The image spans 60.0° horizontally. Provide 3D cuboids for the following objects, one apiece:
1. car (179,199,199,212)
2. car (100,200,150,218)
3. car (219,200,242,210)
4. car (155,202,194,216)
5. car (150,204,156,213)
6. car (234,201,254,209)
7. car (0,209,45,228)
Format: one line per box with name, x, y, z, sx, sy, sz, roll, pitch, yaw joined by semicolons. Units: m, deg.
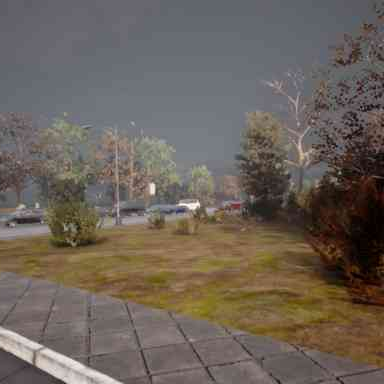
car;-0.899;2.186;51.935;2.150;2.045;5.566;-3;-2;33
car;-8.058;2.097;40.598;2.150;2.045;5.566;-3;-1;32
car;5.781;2.007;49.136;2.097;1.767;4.553;-3;-2;33
car;-2.181;2.345;42.997;1.895;1.301;4.718;-3;-2;32
car;-5.226;2.589;51.631;2.128;1.511;4.902;-3;-2;32
car;9.735;2.403;61.892;1.882;1.535;5.008;-3;-3;33
car;-15.020;2.331;29.700;2.128;1.511;4.902;-3;-2;33
